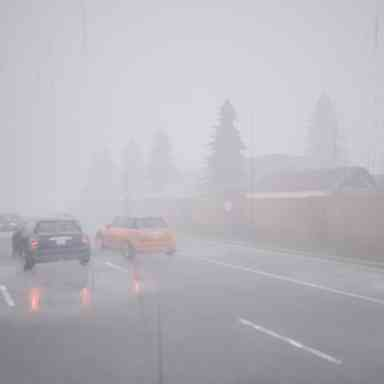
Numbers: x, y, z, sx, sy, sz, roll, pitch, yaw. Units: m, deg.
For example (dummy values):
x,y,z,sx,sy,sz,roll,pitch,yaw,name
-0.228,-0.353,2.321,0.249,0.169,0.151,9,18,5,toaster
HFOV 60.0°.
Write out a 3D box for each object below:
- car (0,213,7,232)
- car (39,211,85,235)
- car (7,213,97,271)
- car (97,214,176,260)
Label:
x,y,z,sx,sy,sz,roll,pitch,yaw,name
-12.861,2.188,23.261,2.033,1.411,5.357,1,-2,-34,car
-9.983,2.265,25.252,2.033,1.411,5.357,1,-2,-34,car
-5.481,1.712,12.642,2.097,1.767,4.553,2,-2,-34,car
-2.607,1.788,14.639,2.097,1.767,4.553,2,-2,-34,car
